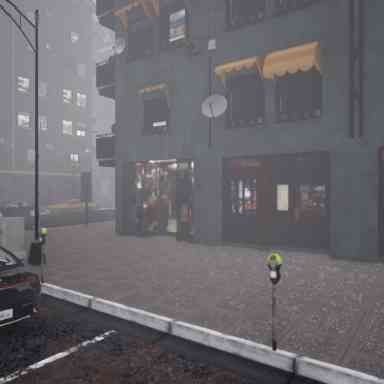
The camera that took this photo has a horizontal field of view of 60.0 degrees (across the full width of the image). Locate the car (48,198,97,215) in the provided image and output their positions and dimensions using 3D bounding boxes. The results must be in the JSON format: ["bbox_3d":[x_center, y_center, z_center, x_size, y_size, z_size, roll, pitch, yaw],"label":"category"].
[{"bbox_3d":[-11.011,1.249,30.502,1.752,1.417,4.829,1,1,35],"label":"car"}]

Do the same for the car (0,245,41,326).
[{"bbox_3d":[-4.506,1.551,6.075,4.403,1.369,2.008,0,0,35],"label":"car"}]

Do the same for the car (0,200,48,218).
[{"bbox_3d":[-14.095,1.350,26.073,2.008,1.369,4.403,1,1,35],"label":"car"}]
